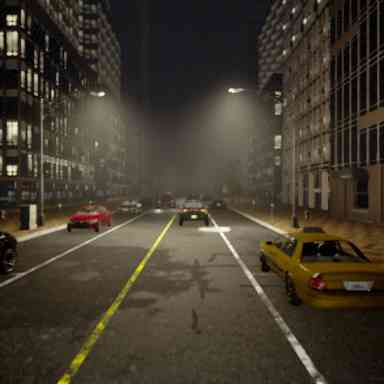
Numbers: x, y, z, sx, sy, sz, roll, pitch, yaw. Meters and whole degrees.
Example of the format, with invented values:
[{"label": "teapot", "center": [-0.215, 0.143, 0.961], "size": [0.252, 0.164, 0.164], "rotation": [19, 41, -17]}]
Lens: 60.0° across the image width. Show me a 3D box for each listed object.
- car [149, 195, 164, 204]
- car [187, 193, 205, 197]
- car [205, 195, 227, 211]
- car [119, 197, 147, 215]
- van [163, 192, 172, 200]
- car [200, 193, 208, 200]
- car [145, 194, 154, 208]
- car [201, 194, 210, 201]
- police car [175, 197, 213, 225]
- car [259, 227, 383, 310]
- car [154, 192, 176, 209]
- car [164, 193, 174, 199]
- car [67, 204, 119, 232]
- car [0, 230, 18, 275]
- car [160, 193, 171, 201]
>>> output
[{"label": "car", "center": [-5.634, 1.212, 53.105], "size": [1.802, 1.307, 4.206], "rotation": [0, 0, 0]}, {"label": "car", "center": [0.141, 1.066, 41.414], "size": [2.097, 1.767, 4.553], "rotation": [0, 0, 0]}, {"label": "car", "center": [2.729, 1.318, 36.007], "size": [1.947, 1.339, 4.313], "rotation": [0, 0, 0]}, {"label": "car", "center": [-5.657, 1.343, 30.336], "size": [2.008, 1.369, 4.403], "rotation": [0, 0, 0]}, {"label": "van", "center": [-5.610, 0.802, 75.872], "size": [1.690, 1.788, 3.998], "rotation": [0, 0, 0]}, {"label": "car", "center": [2.769, 0.985, 76.020], "size": [1.752, 1.417, 4.829], "rotation": [0, 0, 0]}, {"label": "car", "center": [-5.646, 1.257, 41.720], "size": [1.887, 1.381, 4.507], "rotation": [0, 0, 0]}, {"label": "car", "center": [2.763, 1.086, 70.158], "size": [1.802, 1.307, 4.206], "rotation": [0, 0, 0]}, {"label": "police car", "center": [0.124, 1.346, 23.034], "size": [2.038, 1.542, 4.974], "rotation": [0, 0, 0]}, {"label": "car", "center": [2.701, 1.473, 7.716], "size": [1.752, 1.417, 4.829], "rotation": [0, 0, 0]}, {"label": "car", "center": [-2.973, 1.077, 39.665], "size": [2.097, 1.767, 4.553], "rotation": [0, 1, 0]}, {"label": "car", "center": [-5.606, 0.984, 81.565], "size": [1.947, 1.339, 4.313], "rotation": [0, 0, 0]}, {"label": "car", "center": [-5.668, 1.454, 18.951], "size": [1.802, 1.307, 4.206], "rotation": [0, 0, 0]}, {"label": "car", "center": [-5.680, 1.515, 7.568], "size": [1.947, 1.339, 4.313], "rotation": [0, 0, 0]}, {"label": "car", "center": [-5.617, 0.944, 70.179], "size": [1.967, 1.590, 4.097], "rotation": [0, 0, 0]}]
